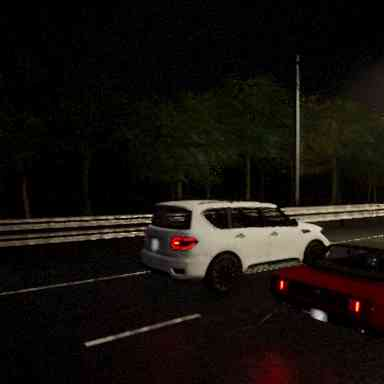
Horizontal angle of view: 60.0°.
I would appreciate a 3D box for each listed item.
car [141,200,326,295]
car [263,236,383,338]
[{"bbox_3d":[1.352,1.244,9.011,5.566,2.045,2.150,0,0,-35],"label":"car"},{"bbox_3d":[3.770,1.625,6.437,4.718,1.301,1.895,0,0,-36],"label":"car"}]
